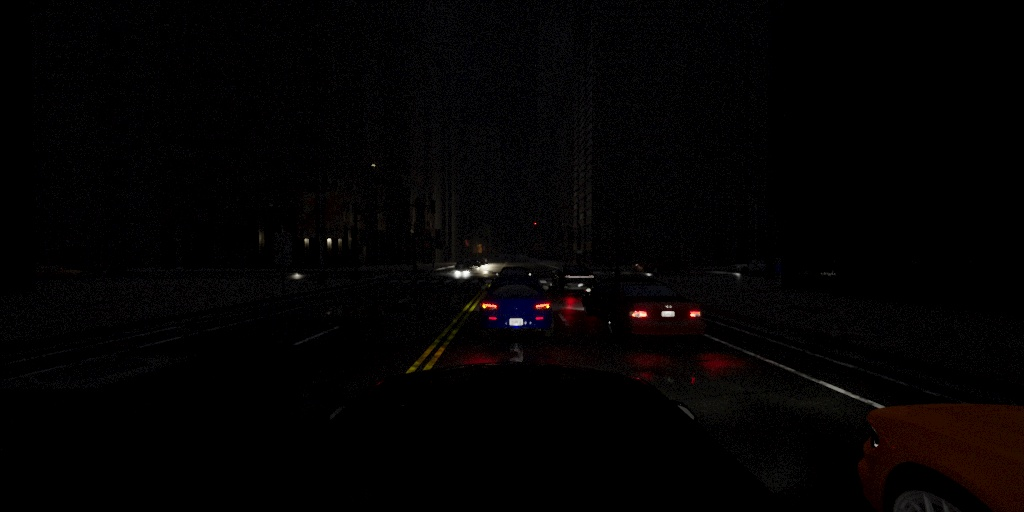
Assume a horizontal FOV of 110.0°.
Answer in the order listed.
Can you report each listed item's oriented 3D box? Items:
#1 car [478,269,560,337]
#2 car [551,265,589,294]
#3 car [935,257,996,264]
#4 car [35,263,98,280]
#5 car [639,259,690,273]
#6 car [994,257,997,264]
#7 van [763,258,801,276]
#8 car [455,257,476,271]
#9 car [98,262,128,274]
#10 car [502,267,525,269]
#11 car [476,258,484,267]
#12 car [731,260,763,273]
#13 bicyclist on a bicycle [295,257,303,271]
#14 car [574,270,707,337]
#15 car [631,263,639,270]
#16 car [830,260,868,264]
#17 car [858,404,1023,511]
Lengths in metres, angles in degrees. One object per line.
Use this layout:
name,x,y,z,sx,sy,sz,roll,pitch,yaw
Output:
car,0.089,1.270,10.132,1.812,1.442,4.674,0,0,0
car,3.339,1.226,19.979,2.128,1.511,4.902,0,0,0
car,43.831,1.162,35.173,4.097,1.591,1.967,0,0,0
car,-40.841,1.446,32.172,4.829,1.417,1.751,0,0,0
car,17.703,1.140,41.164,5.008,1.535,1.882,0,1,0
car,49.272,1.039,35.144,5.009,1.841,2.192,0,0,0
van,27.510,1.079,35.260,3.998,1.789,1.690,0,0,0
car,-6.602,1.199,49.242,2.128,1.511,4.902,0,0,0
car,-46.437,1.357,40.691,4.507,1.381,1.888,0,0,0
car,0.088,1.283,19.705,2.033,1.411,5.357,0,0,0
car,-6.575,1.049,62.624,2.097,1.767,4.553,0,0,0
car,27.642,1.176,41.095,4.674,1.442,1.812,0,1,0
bicyclist on a bicycle,-25.898,0.995,43.562,0.582,1.620,1.656,0,1,0
car,3.347,1.292,10.232,2.033,1.411,5.357,0,0,0
car,16.672,1.063,43.843,4.097,1.591,1.967,0,0,0
car,32.951,1.314,35.231,4.207,1.307,1.802,0,0,0
car,3.350,1.228,0.407,1.882,1.535,5.008,0,0,0
